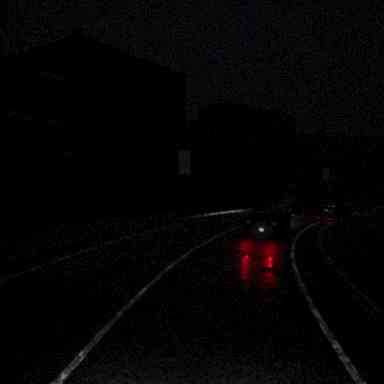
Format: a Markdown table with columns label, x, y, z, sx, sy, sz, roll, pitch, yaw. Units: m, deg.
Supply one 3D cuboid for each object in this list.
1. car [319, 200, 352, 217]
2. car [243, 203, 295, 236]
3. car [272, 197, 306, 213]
| label | x | y | z | sx | sy | sz | roll | pitch | yaw |
| --- | --- | --- | --- | --- | --- | --- | --- | --- | --- |
| car | 14.219 | 1.529 | 32.814 | 2.128 | 1.511 | 4.902 | 5 | 3 | 44 |
| car | 4.224 | 1.528 | 18.090 | 1.895 | 1.301 | 4.718 | 2 | 1 | 23 |
| car | 9.679 | 1.265 | 33.309 | 1.882 | 1.535 | 5.008 | 4 | 3 | 42 |
